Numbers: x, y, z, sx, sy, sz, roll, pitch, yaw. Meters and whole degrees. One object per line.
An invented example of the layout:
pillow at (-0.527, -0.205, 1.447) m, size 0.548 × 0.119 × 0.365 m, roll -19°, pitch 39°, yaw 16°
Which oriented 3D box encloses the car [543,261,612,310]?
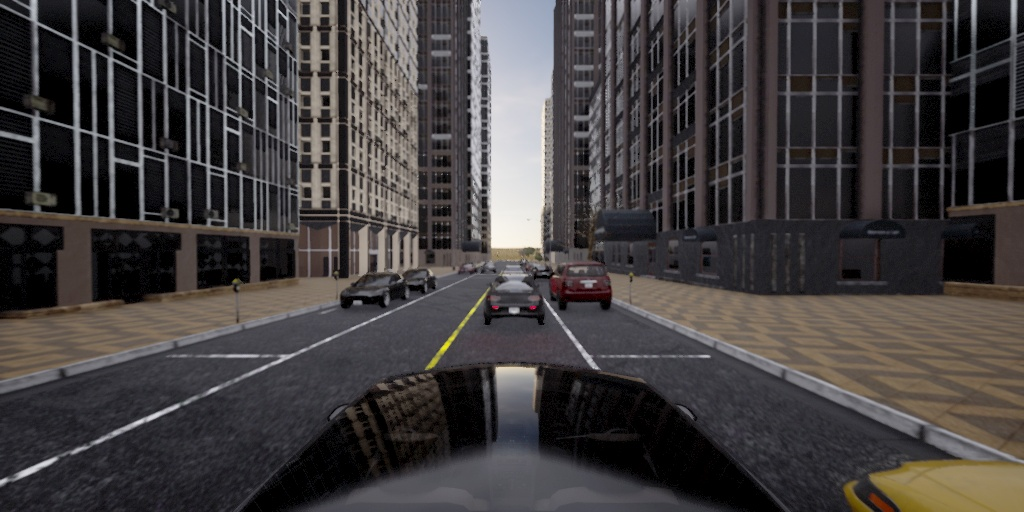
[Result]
car at (2.752, 1.146, 15.121) m, size 2.192 × 1.841 × 5.009 m, roll 0°, pitch 0°, yaw 0°

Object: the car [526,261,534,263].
car at (2.755, 1.515, 38.304) m, size 2.007 × 1.370 × 4.403 m, roll 0°, pitch 0°, yaw 0°

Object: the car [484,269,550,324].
car at (0.080, 1.339, 12.181) m, size 1.812 × 1.442 × 4.674 m, roll 0°, pitch 0°, yaw 1°

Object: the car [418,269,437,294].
car at (-5.625, 1.433, 21.360) m, size 1.948 × 1.339 × 4.313 m, roll 0°, pitch 0°, yaw 0°

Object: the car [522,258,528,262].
car at (2.775, 1.468, 49.654) m, size 1.967 × 1.591 × 4.097 m, roll 0°, pitch 0°, yaw 0°

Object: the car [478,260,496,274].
car at (-3.010, 1.538, 46.760) m, size 1.812 × 1.442 × 4.674 m, roll 0°, pitch 0°, yaw 0°

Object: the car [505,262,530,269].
car at (0.109, 1.451, 27.673) m, size 2.033 × 1.411 × 5.357 m, roll 0°, pitch 0°, yaw 1°

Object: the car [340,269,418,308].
car at (-5.805, 1.400, 15.686) m, size 1.948 × 1.339 × 4.313 m, roll 0°, pitch 0°, yaw 0°

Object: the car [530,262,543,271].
car at (2.744, 1.498, 32.631) m, size 1.948 × 1.339 × 4.313 m, roll 0°, pitch 0°, yaw 0°

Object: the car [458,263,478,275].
car at (-5.583, 1.580, 44.055) m, size 1.802 × 1.307 × 4.207 m, roll 0°, pitch 0°, yaw 0°
